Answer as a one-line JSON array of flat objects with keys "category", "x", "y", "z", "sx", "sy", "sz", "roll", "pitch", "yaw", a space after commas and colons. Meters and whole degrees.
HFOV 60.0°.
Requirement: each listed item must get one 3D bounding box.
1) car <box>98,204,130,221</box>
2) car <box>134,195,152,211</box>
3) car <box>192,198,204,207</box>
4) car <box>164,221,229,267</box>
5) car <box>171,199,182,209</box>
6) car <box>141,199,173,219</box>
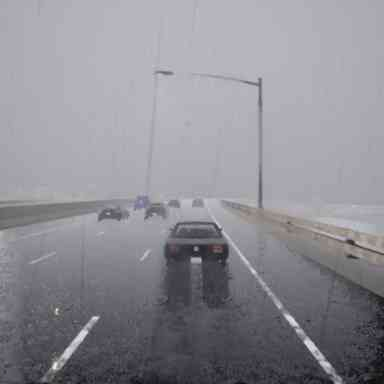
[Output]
[{"category": "car", "x": -6.657, "y": 1.713, "z": 28.689, "sx": 1.994, "sy": 1.385, "sz": 4.181, "roll": 0, "pitch": 0, "yaw": 1}, {"category": "car", "x": -6.326, "y": 1.470, "z": 44.436, "sx": 2.150, "sy": 2.045, "sz": 5.566, "roll": 0, "pitch": 0, "yaw": 2}, {"category": "car", "x": 1.036, "y": 1.809, "z": 56.649, "sx": 1.882, "sy": 1.535, "sz": 5.008, "roll": 0, "pitch": 0, "yaw": 2}, {"category": "car", "x": 0.142, "y": 1.660, "z": 11.660, "sx": 1.895, "sy": 1.301, "sz": 4.718, "roll": 0, "pitch": 0, "yaw": 0}, {"category": "car", "x": -2.638, "y": 1.797, "z": 51.022, "sx": 1.837, "sy": 1.490, "sz": 4.892, "roll": 0, "pitch": 0, "yaw": 2}, {"category": "car", "x": -3.124, "y": 1.664, "z": 30.506, "sx": 1.837, "sy": 1.490, "sz": 4.892, "roll": 0, "pitch": -1, "yaw": 1}]
